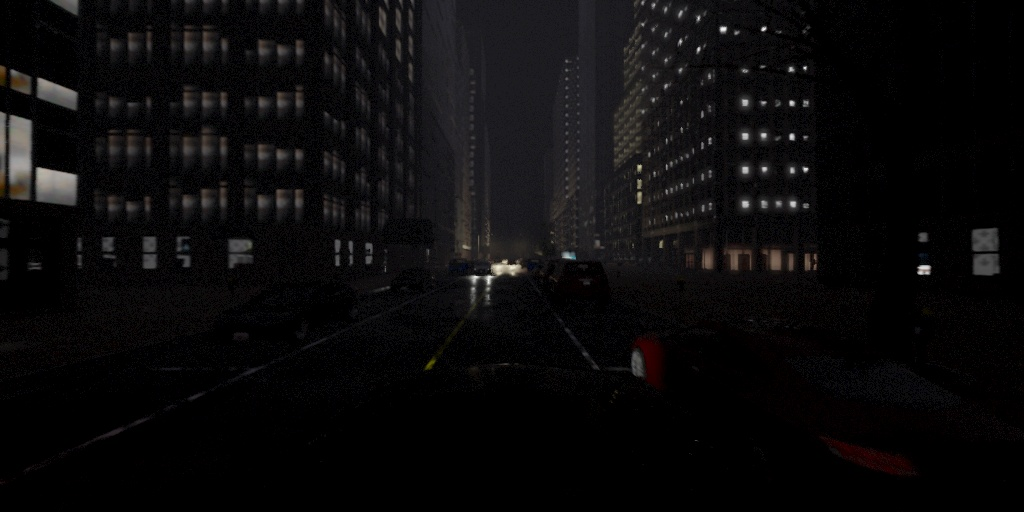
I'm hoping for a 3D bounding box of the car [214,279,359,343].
[{"bbox_3d":[-5.693,1.318,9.702,1.948,1.339,4.313,0,0,0],"label":"car"}]

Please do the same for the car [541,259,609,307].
[{"bbox_3d":[2.687,1.070,15.374,2.192,1.841,5.009,0,0,0],"label":"car"}]

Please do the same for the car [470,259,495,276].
[{"bbox_3d":[-3.090,1.290,38.375,1.812,1.442,4.674,0,0,0],"label":"car"}]

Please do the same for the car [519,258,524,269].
[{"bbox_3d":[2.336,1.230,55.644,1.801,1.575,5.366,0,0,0],"label":"car"}]

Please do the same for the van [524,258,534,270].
[{"bbox_3d":[2.680,1.108,43.819,1.690,1.789,3.998,0,0,0],"label":"van"}]

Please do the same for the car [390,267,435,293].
[{"bbox_3d":[-5.695,1.322,21.081,1.948,1.339,4.313,0,0,0],"label":"car"}]

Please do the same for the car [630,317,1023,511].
[{"bbox_3d":[2.690,1.333,3.996,1.802,1.307,4.207,0,0,0],"label":"car"}]

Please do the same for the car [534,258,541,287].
[{"bbox_3d":[2.686,1.072,21.063,2.192,1.841,5.009,0,0,0],"label":"car"}]

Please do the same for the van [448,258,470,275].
[{"bbox_3d":[-5.699,1.104,38.148,1.690,1.789,3.998,0,0,0],"label":"van"}]

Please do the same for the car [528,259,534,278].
[{"bbox_3d":[2.683,1.288,32.611,1.751,1.417,4.829,0,0,0],"label":"car"}]
